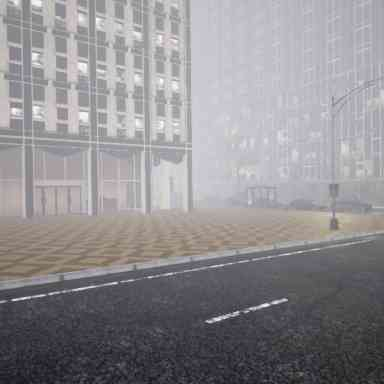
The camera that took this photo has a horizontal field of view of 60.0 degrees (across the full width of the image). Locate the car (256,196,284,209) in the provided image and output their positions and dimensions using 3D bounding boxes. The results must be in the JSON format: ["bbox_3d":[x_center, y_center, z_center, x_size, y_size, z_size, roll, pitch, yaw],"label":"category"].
[{"bbox_3d":[9.574,1.387,41.255,1.802,1.307,4.206,0,1,-34],"label":"car"}]

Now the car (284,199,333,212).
[{"bbox_3d":[12.761,1.423,36.547,1.947,1.339,4.313,0,1,-34],"label":"car"}]

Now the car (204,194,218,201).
[{"bbox_3d":[3.786,1.042,64.820,1.802,1.307,4.206,0,1,-34],"label":"car"}]

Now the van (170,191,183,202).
[{"bbox_3d":[-3.138,0.936,60.098,1.690,1.788,3.998,0,1,-34],"label":"van"}]

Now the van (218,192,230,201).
[{"bbox_3d":[6.987,0.854,60.120,1.690,1.788,3.998,0,1,-34],"label":"van"}]

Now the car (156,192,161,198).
[{"bbox_3d":[-5.818,0.614,78.905,2.192,1.841,5.009,0,1,-34],"label":"car"}]

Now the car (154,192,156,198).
[{"bbox_3d":[-9.020,0.685,83.603,1.967,1.590,4.097,0,1,-34],"label":"car"}]

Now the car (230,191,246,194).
[{"bbox_3d":[8.410,0.928,47.740,2.150,2.045,5.566,-1,1,-34],"label":"car"}]

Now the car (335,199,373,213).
[{"bbox_3d":[16.848,1.407,35.365,1.994,1.385,4.181,-1,1,-34],"label":"car"}]

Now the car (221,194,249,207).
[{"bbox_3d":[6.421,1.319,45.984,1.947,1.339,4.313,0,1,-34],"label":"car"}]

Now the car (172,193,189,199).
[{"bbox_3d":[-2.617,0.935,74.213,1.802,1.307,4.206,0,1,-34],"label":"car"}]
